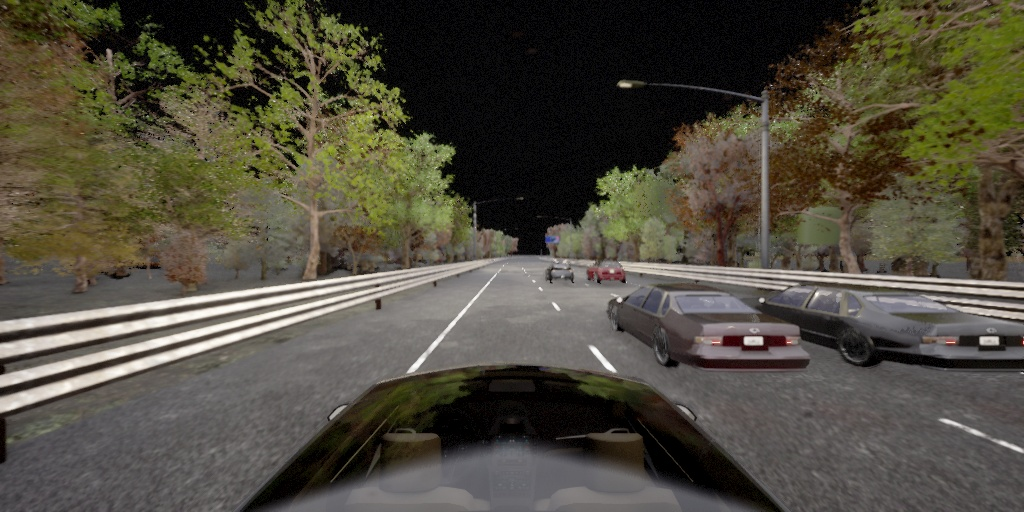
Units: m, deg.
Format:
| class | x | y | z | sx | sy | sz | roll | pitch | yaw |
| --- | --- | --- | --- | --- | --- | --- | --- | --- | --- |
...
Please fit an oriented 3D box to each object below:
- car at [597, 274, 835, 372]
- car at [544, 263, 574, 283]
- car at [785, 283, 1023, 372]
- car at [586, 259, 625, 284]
| class | x | y | z | sx | sy | sz | roll | pitch | yaw |
| --- | --- | --- | --- | --- | --- | --- | --- | --- | --- |
| car | 3.585 | 1.304 | 7.825 | 2.033 | 1.411 | 5.357 | 0 | 0 | 0 |
| car | 3.592 | 1.265 | 27.755 | 2.128 | 1.511 | 4.902 | 0 | 0 | 0 |
| car | 7.085 | 1.304 | 7.829 | 2.033 | 1.411 | 5.357 | 0 | 0 | 0 |
| car | 7.091 | 1.125 | 27.512 | 2.097 | 1.767 | 4.553 | 0 | 0 | 0 |
